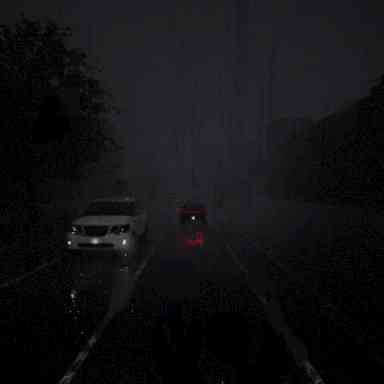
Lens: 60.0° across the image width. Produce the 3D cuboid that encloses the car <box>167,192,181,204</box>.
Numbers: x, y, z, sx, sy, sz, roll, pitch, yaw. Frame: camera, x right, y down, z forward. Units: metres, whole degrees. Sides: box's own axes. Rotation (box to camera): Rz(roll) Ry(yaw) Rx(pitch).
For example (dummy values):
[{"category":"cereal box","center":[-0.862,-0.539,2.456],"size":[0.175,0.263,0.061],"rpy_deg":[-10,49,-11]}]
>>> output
[{"category":"car","center":[-3.064,0.954,56.468],"size":[2.150,2.045,5.566],"rpy_deg":[0,1,1]}]

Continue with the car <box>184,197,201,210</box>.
[{"category":"car","center":[0.090,1.420,42.827],"size":[2.033,1.411,5.357],"rpy_deg":[0,1,0]}]

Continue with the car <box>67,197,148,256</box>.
[{"category":"car","center":[-3.103,1.230,13.436],"size":[2.150,2.045,5.566],"rpy_deg":[0,0,0]}]

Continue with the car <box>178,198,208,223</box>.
[{"category":"car","center":[0.095,1.495,25.159],"size":[1.837,1.490,4.892],"rpy_deg":[0,1,0]}]
